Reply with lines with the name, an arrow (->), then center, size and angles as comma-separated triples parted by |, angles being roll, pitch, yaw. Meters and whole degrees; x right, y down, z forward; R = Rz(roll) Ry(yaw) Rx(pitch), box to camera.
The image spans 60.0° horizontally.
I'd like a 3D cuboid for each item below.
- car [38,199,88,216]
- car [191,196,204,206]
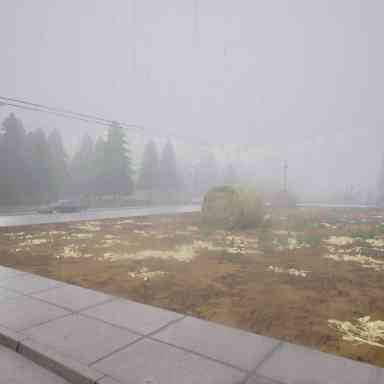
car -> -12.776, 1.530, 33.111 | 1.837, 1.490, 4.892 | 0, 0, 37
car -> 1.793, 1.377, 52.641 | 2.097, 1.767, 4.553 | 0, 0, 37
